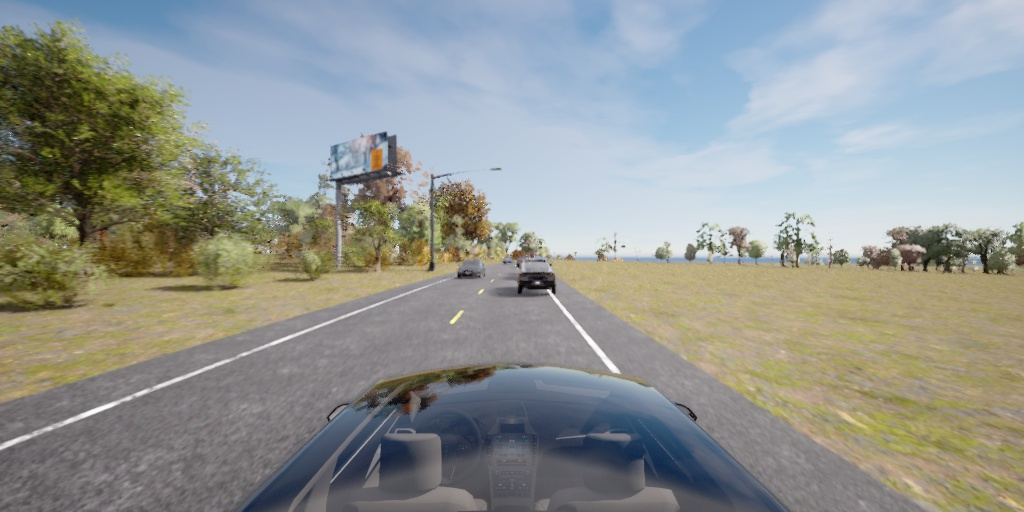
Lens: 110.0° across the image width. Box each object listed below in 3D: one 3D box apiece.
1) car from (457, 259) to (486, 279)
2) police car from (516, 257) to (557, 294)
[{"bbox_3d":[-3.135,0.995,28.460,1.837,1.490,4.892,0,1,2],"label":"car"},{"bbox_3d":[1.224,0.997,19.019,1.930,1.638,5.238,0,0,1],"label":"police car"}]
